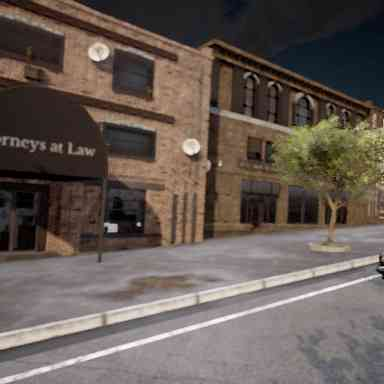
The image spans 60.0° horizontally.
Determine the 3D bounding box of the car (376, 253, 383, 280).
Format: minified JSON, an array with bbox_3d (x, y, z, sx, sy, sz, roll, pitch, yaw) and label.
[{"bbox_3d":[6.683,1.690,8.466,4.718,1.301,1.895,1,0,-36],"label":"car"}]
